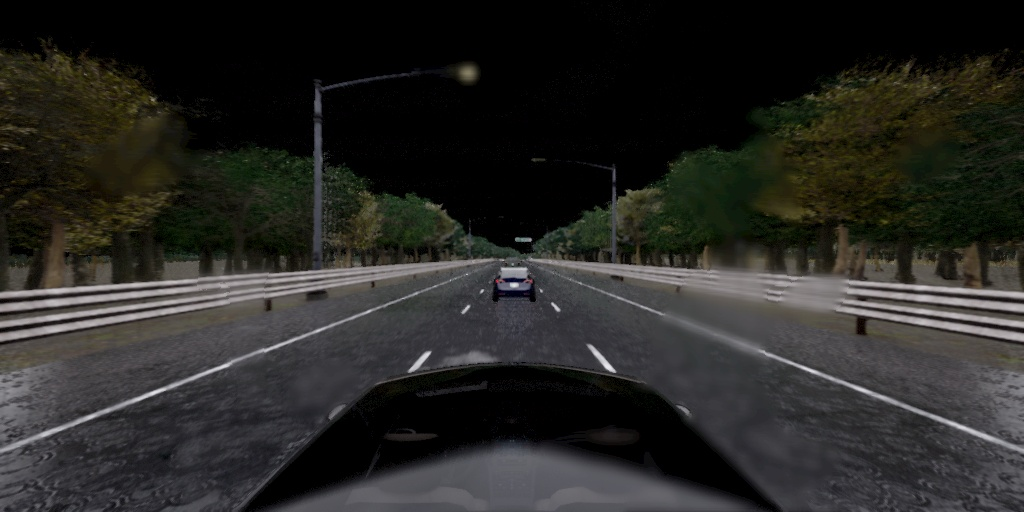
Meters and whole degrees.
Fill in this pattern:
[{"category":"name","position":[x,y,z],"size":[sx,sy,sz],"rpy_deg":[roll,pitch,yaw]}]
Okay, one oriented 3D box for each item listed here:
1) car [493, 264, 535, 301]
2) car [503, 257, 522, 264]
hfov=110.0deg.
[{"category":"car","position":[0.096,1.312,17.982],"size":[2.163,1.488,4.792],"rpy_deg":[0,0,0]},{"category":"car","position":[0.087,1.133,45.882],"size":[2.150,2.045,5.566],"rpy_deg":[0,0,0]}]
